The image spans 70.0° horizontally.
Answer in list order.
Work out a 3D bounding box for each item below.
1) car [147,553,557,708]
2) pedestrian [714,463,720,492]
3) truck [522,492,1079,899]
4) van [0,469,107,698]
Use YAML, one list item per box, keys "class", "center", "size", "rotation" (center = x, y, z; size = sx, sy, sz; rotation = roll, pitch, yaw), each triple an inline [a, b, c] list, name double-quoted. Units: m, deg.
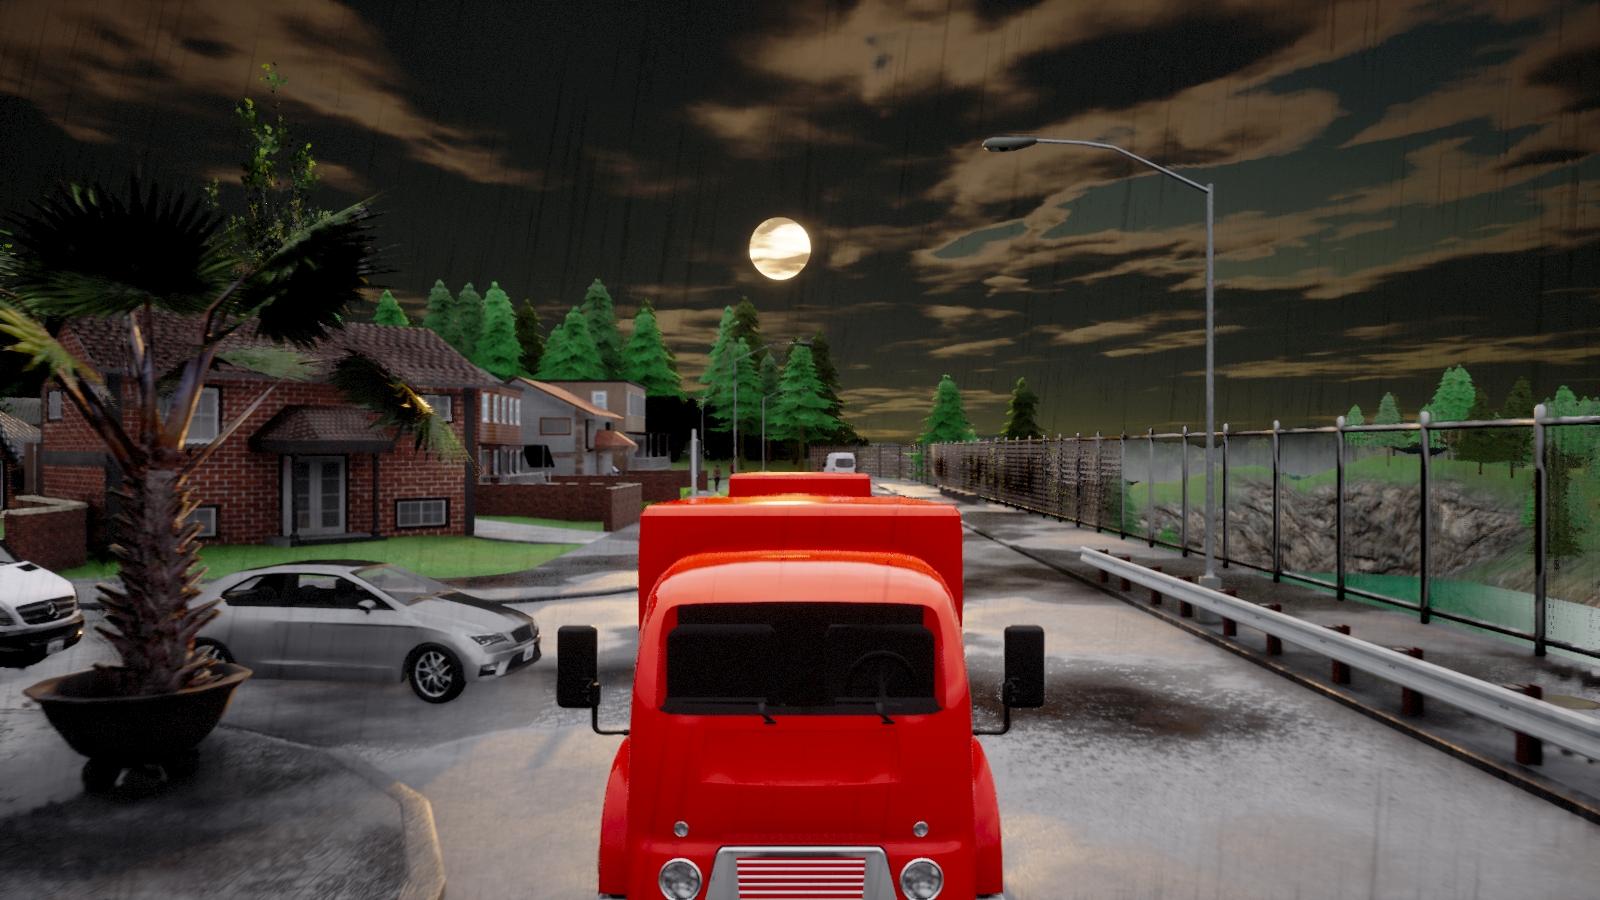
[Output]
- class: "car"
  center: [-5.221, 2.066, 13.597]
  size: [4.193, 1.474, 1.816]
  rotation: [0, 0, 8]
- class: "pedestrian"
  center: [-5.321, 1.746, 73.166]
  size: [0.375, 1.860, 0.375]
  rotation: [0, 0, 0]
- class: "truck"
  center: [0.000, 1.581, 8.005]
  size: [2.627, 2.467, 5.204]
  rotation: [0, -1, 0]
- class: "van"
  center: [-12.036, 1.534, 13.981]
  size: [5.915, 2.561, 1.988]
  rotation: [0, 0, 0]
